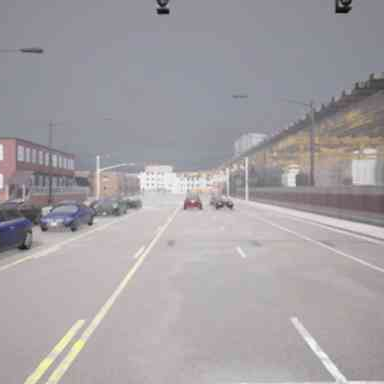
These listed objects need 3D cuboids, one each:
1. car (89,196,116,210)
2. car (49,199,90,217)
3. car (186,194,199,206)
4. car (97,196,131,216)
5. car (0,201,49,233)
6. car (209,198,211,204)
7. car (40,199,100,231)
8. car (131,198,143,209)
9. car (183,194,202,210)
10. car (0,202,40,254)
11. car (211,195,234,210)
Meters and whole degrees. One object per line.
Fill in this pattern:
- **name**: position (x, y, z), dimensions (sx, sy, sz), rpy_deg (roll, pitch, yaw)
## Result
- **car**: position (-10.555, 1.266, 39.433), dimensions (1.994, 1.385, 4.181), rpy_deg (0, 0, 1)
- **car**: position (-10.583, 1.344, 29.047), dimensions (1.994, 1.385, 4.181), rpy_deg (0, 0, 0)
- **car**: position (0.044, 1.141, 48.114), dimensions (1.837, 1.490, 4.892), rpy_deg (0, 0, 0)
- **car**: position (-7.083, 1.131, 29.145), dimensions (2.097, 1.767, 4.553), rpy_deg (0, 1, 0)
- **car**: position (-10.591, 1.342, 19.748), dimensions (2.128, 1.511, 4.902), rpy_deg (0, 0, 0)
- **car**: position (3.546, 1.183, 48.184), dimensions (2.033, 1.411, 5.357), rpy_deg (0, 0, 0)
- **car**: position (-7.093, 1.378, 19.410), dimensions (1.812, 1.442, 4.674), rpy_deg (0, 0, 0)
- **car**: position (-7.057, 1.305, 39.097), dimensions (1.895, 1.301, 4.718), rpy_deg (0, 0, 0)
- **car**: position (0.109, 1.062, 38.113), dimensions (2.097, 1.767, 4.553), rpy_deg (0, 1, 0)
- **car**: position (-7.091, 1.270, 10.722), dimensions (2.097, 1.767, 4.553), rpy_deg (0, 0, 0)
- **car**: position (3.607, 1.311, 38.295), dimensions (1.895, 1.301, 4.718), rpy_deg (0, 0, 0)
